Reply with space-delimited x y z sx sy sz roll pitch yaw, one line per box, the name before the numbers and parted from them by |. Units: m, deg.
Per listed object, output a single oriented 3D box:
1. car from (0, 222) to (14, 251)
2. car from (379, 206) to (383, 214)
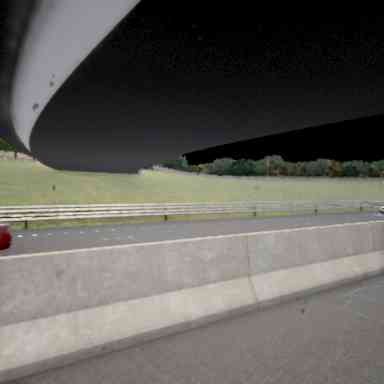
car | -8.615 1.476 10.747 5.008 1.535 1.882 0 0 -36
car | 23.272 1.811 37.984 4.674 1.442 1.812 1 0 -36
